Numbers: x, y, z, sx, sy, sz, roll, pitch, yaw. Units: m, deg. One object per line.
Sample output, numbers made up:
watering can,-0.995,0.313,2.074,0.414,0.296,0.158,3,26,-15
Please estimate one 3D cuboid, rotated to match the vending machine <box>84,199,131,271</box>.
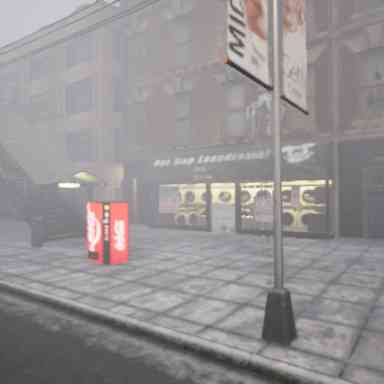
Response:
vending machine,-2.671,1.287,10.549,0.880,2.100,1.100,-1,0,36
